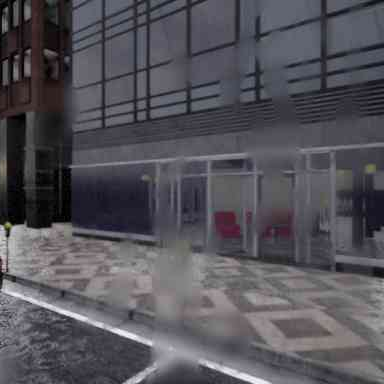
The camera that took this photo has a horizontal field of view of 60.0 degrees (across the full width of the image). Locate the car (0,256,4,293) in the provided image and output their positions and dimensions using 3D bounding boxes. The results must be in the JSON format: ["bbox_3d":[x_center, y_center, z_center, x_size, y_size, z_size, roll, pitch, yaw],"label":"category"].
[{"bbox_3d":[-5.748,1.507,7.058,4.507,1.381,1.887,0,0,35],"label":"car"}]
